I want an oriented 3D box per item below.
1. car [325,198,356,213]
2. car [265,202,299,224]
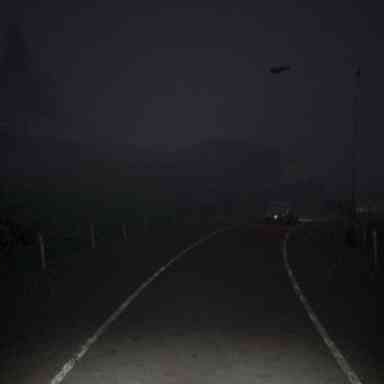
[{"bbox_3d":[17.029,1.488,37.893,4.902,1.511,2.128,-1,4,-43],"label":"car"},{"bbox_3d":[6.756,1.476,24.774,1.812,1.442,4.674,3,1,26],"label":"car"}]
